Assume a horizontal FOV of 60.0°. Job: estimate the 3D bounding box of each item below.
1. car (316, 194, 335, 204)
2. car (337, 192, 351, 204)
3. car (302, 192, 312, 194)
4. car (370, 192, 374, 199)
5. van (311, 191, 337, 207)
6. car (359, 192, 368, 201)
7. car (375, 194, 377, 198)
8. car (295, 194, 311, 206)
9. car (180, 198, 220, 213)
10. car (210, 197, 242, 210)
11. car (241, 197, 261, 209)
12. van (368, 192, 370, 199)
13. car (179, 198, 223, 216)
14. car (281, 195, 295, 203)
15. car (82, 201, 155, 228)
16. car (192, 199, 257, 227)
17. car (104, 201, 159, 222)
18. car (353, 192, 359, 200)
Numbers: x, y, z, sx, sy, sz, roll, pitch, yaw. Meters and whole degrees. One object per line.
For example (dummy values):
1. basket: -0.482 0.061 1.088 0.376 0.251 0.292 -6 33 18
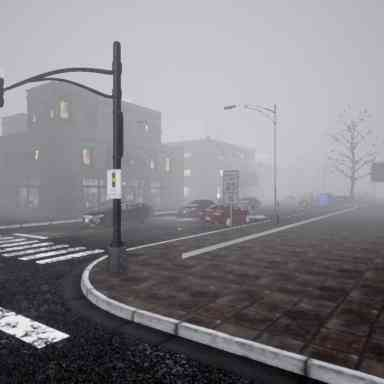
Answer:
1. car: 22.180 1.079 54.948 1.882 1.535 5.008 0 0 34
2. car: 23.500 1.173 52.274 1.947 1.339 4.313 0 1 35
3. car: 22.878 0.862 66.129 2.192 1.841 5.009 0 1 35
4. car: 39.191 0.973 75.017 1.887 1.381 4.507 0 1 35
5. van: 17.224 1.021 43.176 1.690 1.788 3.998 0 1 35
6. car: 32.915 0.939 65.919 1.967 1.590 4.097 0 1 35
7. car: 45.468 0.799 84.113 1.967 1.590 4.097 0 1 35
8. car: 16.357 1.270 46.494 1.895 1.301 4.718 0 0 35
9. car: 0.911 1.355 34.291 2.008 1.369 4.403 0 1 35
10. car: 4.049 1.333 38.840 1.947 1.339 4.313 0 1 35
11. car: 6.296 1.287 37.534 1.812 1.442 4.674 0 0 35
12. van: 36.053 0.805 70.467 1.690 1.788 3.998 0 1 35
13. car: 0.733 1.353 29.477 1.812 1.442 4.674 0 0 35
14. car: 16.602 1.201 57.033 1.802 1.307 4.206 0 1 35
15. car: -4.769 1.384 21.508 2.128 1.511 4.902 0 0 35
16. car: 2.208 1.403 21.413 1.887 1.381 4.507 0 1 35
17. car: -4.691 1.452 26.173 1.802 1.307 4.206 0 1 35
18. car: 26.638 1.115 56.823 1.887 1.381 4.507 0 1 35
